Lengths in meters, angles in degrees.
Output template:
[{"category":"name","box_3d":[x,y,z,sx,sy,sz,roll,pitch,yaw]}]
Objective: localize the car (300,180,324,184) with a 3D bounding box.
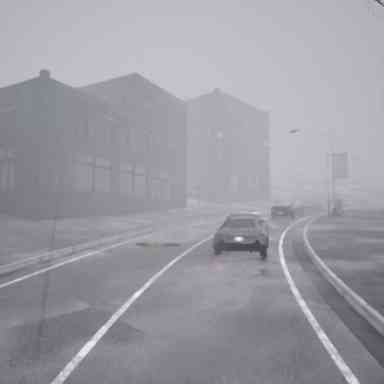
[{"category":"car","box_3d":[28.953,-2.237,81.664,4.892,1.521,2.231,0,-5,-4]}]

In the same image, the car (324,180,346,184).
[{"category":"car","box_3d":[34.459,-2.208,82.044,4.892,1.521,2.231,0,-5,-4]}]

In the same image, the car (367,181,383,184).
[{"category":"car","box_3d":[45.502,-2.080,83.131,5.008,1.535,2.097,1,-5,-6]}]

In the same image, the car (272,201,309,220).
[{"category":"car","box_3d":[8.228,1.475,28.410,1.882,1.535,5.008,-3,-1,30]}]

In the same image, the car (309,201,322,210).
[{"category":"car","box_3d":[14.971,1.766,43.079,4.718,1.301,1.895,0,-3,-44]}]

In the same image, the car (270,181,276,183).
[{"category":"car","box_3d":[18.036,-2.396,80.935,4.553,1.767,2.185,0,-5,-4]}]

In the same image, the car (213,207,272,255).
[{"category":"car","box_3d":[2.090,1.555,13.521,1.994,1.385,4.181,-1,1,13]}]

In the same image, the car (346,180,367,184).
[{"category":"car","box_3d":[39.986,-2.112,82.526,4.674,1.452,2.002,1,-5,-5]}]
